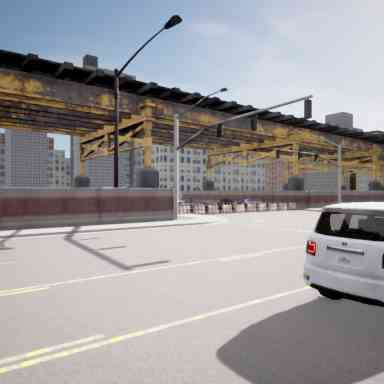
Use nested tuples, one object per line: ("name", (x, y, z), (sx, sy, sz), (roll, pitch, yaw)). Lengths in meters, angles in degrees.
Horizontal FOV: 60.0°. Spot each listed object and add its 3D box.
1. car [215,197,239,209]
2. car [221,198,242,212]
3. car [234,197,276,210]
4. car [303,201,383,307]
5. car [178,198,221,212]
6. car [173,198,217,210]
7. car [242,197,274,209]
("car", (4.181, 1.295, 39.299), (1.853, 1.218, 4.536), (0, 0, 18))
("car", (4.166, 1.453, 39.249), (2.038, 1.542, 4.974), (0, 0, 18))
("car", (8.085, 1.453, 43.000), (4.974, 1.542, 2.038), (0, 0, -7))
("car", (4.766, 1.221, 7.157), (5.566, 2.045, 2.150), (0, 0, -35))
("car", (0.414, 1.453, 36.573), (4.974, 1.542, 2.038), (0, 0, 8))
("car", (0.363, 1.295, 36.580), (4.536, 1.218, 1.853), (0, 0, 8))
("car", (8.033, 1.295, 42.993), (4.536, 1.218, 1.853), (0, 0, -7))
